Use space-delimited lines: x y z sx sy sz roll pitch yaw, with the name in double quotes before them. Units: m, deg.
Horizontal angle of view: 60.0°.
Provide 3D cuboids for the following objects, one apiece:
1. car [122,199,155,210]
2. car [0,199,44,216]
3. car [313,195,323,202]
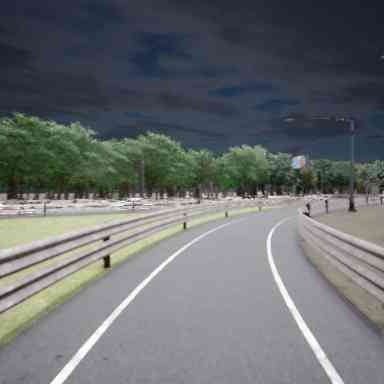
"car" -7.553 1.797 47.577 4.902 1.511 2.128 -1 0 -37
"car" -19.609 1.717 38.452 4.553 1.767 2.097 0 0 -37
"car" 29.165 1.449 75.364 5.008 1.535 1.882 0 0 -37
